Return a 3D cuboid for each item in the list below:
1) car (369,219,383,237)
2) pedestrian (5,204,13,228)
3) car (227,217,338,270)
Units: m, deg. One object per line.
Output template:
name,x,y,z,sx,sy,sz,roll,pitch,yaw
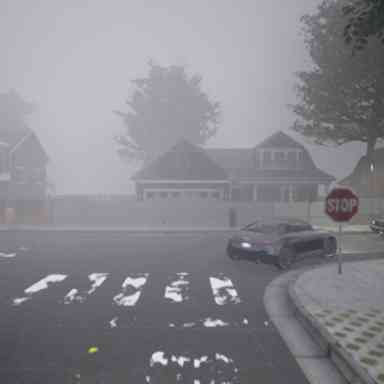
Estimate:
car,10.789,1.545,15.145,4.718,1.301,1.895,0,1,-1
pedestrian,-9.780,1.236,17.832,0.375,1.300,0.375,0,1,-1
car,3.097,1.531,11.064,4.181,1.385,1.994,0,0,-42
